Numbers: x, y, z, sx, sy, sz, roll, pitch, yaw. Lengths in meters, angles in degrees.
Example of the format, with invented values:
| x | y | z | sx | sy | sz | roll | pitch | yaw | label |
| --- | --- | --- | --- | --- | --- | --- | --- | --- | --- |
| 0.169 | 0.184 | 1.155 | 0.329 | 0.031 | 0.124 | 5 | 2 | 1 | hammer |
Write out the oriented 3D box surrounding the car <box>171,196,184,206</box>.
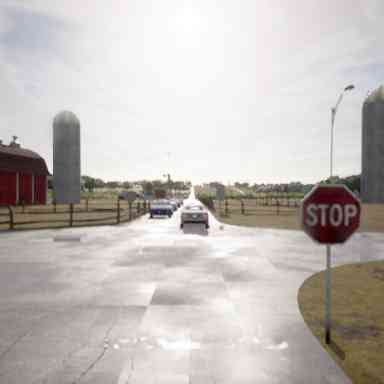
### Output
| x | y | z | sx | sy | sz | roll | pitch | yaw | label |
| --- | --- | --- | --- | --- | --- | --- | --- | --- | --- |
| -2.608 | 1.543 | 60.320 | 2.097 | 1.767 | 4.553 | 0 | -1 | 1 | car |

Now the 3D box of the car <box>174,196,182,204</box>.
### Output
| x | y | z | sx | sy | sz | roll | pitch | yaw | label |
| --- | --- | --- | --- | --- | --- | --- | --- | --- | --- |
| -2.734 | 1.545 | 40.456 | 2.128 | 1.511 | 4.902 | 0 | 0 | 0 | car |

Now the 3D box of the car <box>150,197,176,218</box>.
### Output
| x | y | z | sx | sy | sz | roll | pitch | yaw | label |
| --- | --- | --- | --- | --- | --- | --- | --- | --- | --- |
| -2.766 | 1.507 | 30.966 | 1.882 | 1.535 | 5.008 | 0 | 0 | 0 | car |

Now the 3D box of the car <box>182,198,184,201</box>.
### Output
| x | y | z | sx | sy | sz | roll | pitch | yaw | label |
| --- | --- | --- | --- | --- | --- | --- | --- | --- | --- |
| -2.691 | 1.594 | 50.066 | 2.128 | 1.511 | 4.902 | 0 | 0 | 0 | car |

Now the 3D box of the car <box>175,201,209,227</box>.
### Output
| x | y | z | sx | sy | sz | roll | pitch | yaw | label |
| --- | --- | --- | --- | --- | --- | --- | --- | --- | --- |
| 0.166 | 1.539 | 22.321 | 2.033 | 1.411 | 5.357 | 0 | -1 | 0 | car |
